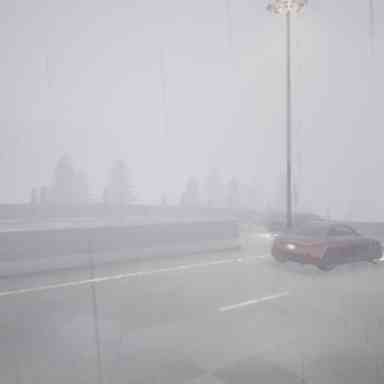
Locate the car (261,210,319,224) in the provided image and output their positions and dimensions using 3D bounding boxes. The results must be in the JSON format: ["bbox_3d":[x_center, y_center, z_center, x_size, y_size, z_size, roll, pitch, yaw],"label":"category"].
[{"bbox_3d":[6.896,2.095,21.810,4.181,1.385,1.994,4,-3,-35],"label":"car"}]

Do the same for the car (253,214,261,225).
[{"bbox_3d":[7.794,2.474,31.048,4.902,1.511,2.128,6,-3,-35],"label":"car"}]

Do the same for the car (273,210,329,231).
[{"bbox_3d":[9.120,2.412,27.696,4.892,1.490,1.837,6,-3,-35],"label":"car"}]

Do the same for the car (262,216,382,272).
[{"bbox_3d":[4.669,1.716,11.380,4.181,1.385,1.994,2,-1,-35],"label":"car"}]
